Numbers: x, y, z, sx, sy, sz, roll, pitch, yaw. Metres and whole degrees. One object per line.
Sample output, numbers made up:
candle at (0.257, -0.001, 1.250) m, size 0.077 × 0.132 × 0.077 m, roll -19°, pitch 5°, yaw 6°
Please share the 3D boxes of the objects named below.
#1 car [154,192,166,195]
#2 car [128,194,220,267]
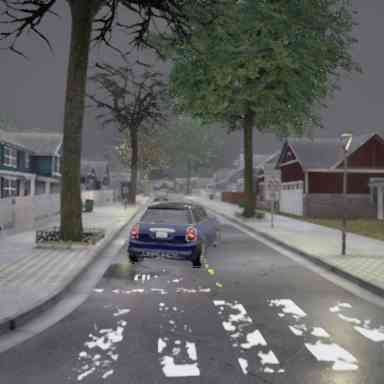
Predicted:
car at (-4.346, 0.701, 47.159) m, size 1.812 × 1.442 × 4.674 m, roll 1°, pitch 1°, yaw -5°
car at (-0.348, 1.131, 10.988) m, size 2.097 × 1.767 × 4.553 m, roll 2°, pitch 1°, yaw 12°
